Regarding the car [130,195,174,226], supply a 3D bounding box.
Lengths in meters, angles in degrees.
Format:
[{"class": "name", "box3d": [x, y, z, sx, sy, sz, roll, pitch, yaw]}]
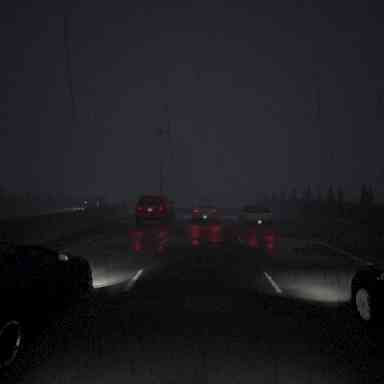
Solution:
[{"class": "car", "box3d": [-2.568, 1.214, 23.828, 2.150, 2.045, 5.566, 0, 0, 2]}]

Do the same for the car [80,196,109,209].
[{"class": "car", "box3d": [-12.448, 1.316, 43.633, 2.097, 1.767, 4.553, 0, 0, 2]}]

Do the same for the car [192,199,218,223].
[{"class": "car", "box3d": [1.010, 1.530, 25.859, 1.812, 1.442, 4.674, 0, 0, 2]}]

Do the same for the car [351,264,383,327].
[{"class": "car", "box3d": [3.769, 1.517, 4.118, 1.837, 1.490, 4.892, 0, 0, 1]}]

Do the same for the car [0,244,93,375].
[{"class": "car", "box3d": [-3.179, 1.554, 5.584, 1.994, 1.385, 4.181, 0, 0, 1]}]

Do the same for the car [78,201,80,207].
[{"class": "car", "box3d": [-15.689, 1.590, 50.566, 2.128, 1.511, 4.902, 0, -2, 2]}]

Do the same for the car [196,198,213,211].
[{"class": "car", "box3d": [1.638, 1.556, 42.851, 2.033, 1.411, 5.357, 0, 0, 2]}]

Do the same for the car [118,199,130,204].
[{"class": "car", "box3d": [-8.849, 1.597, 46.120, 1.895, 1.301, 4.718, 0, -1, 2]}]

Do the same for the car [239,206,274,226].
[{"class": "car", "box3d": [4.424, 1.615, 23.522, 1.895, 1.301, 4.718, 0, 0, 2]}]
